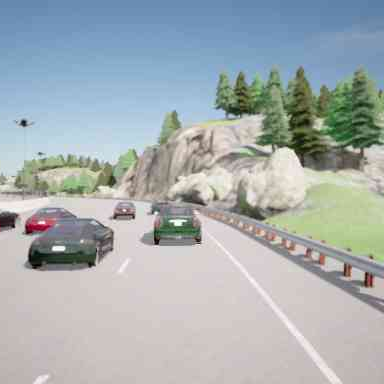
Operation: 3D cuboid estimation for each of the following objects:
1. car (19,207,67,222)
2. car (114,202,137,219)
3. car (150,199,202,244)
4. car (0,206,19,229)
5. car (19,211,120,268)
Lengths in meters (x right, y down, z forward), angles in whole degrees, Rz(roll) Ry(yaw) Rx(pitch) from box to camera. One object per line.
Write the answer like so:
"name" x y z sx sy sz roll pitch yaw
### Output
"car" -8.136 1.583 19.542 1.994 1.385 4.181 0 0 -6
"car" -5.923 1.564 29.506 2.033 1.411 5.357 0 0 -9
"car" -0.758 1.356 16.067 2.097 1.767 4.553 0 0 -5
"car" -11.591 1.518 19.057 2.128 1.511 4.902 0 0 -6
"car" -3.907 1.574 11.441 1.994 1.385 4.181 0 0 -4
